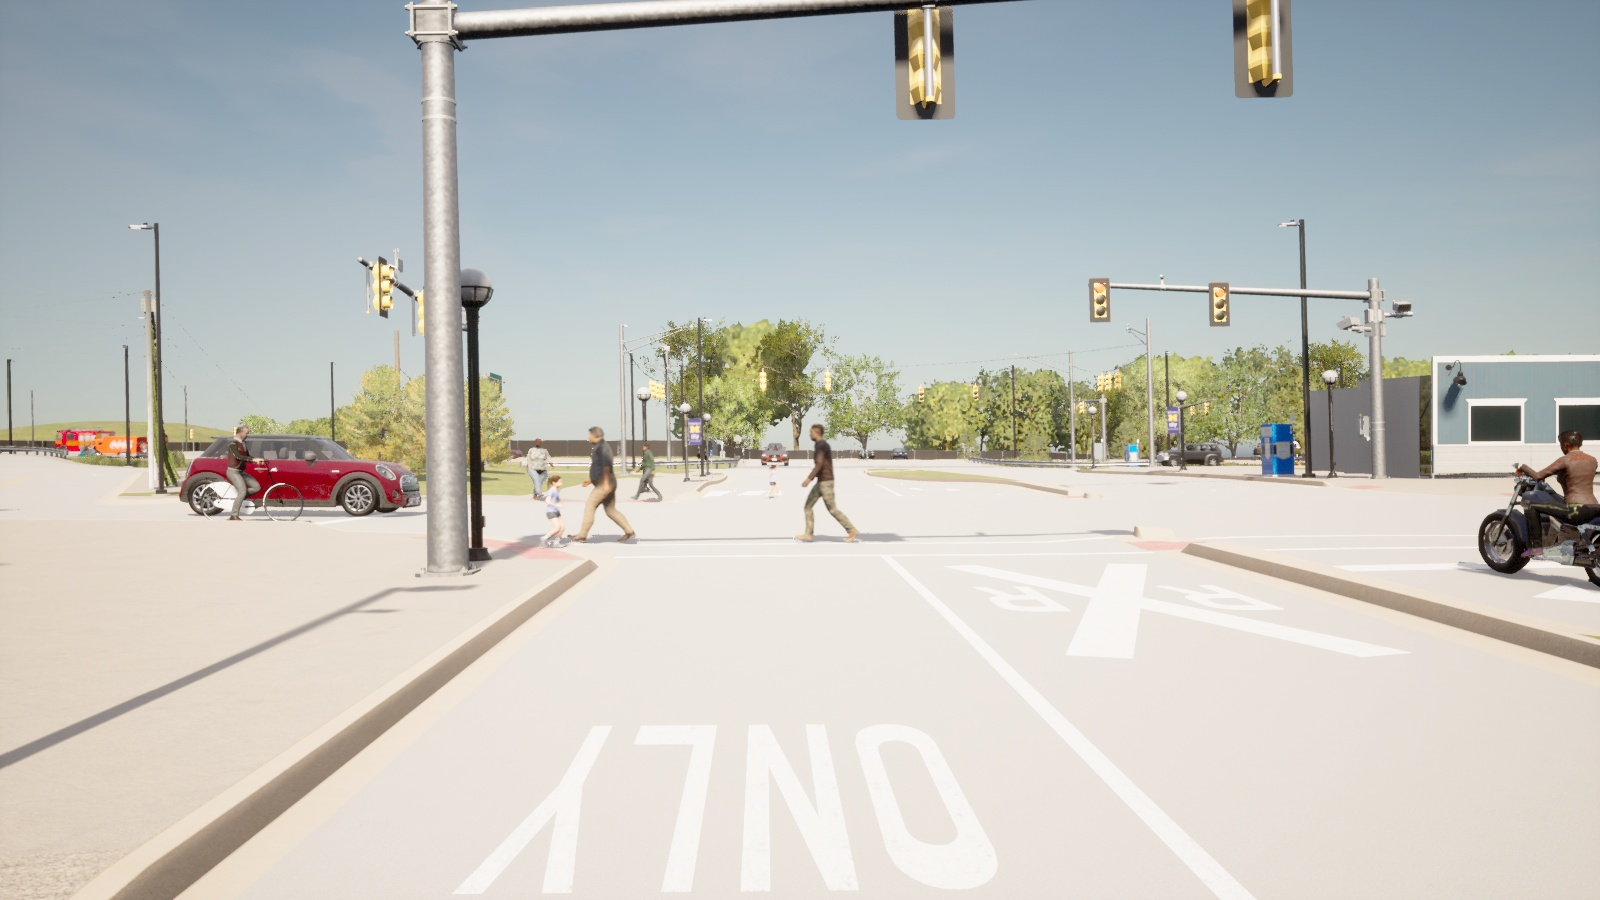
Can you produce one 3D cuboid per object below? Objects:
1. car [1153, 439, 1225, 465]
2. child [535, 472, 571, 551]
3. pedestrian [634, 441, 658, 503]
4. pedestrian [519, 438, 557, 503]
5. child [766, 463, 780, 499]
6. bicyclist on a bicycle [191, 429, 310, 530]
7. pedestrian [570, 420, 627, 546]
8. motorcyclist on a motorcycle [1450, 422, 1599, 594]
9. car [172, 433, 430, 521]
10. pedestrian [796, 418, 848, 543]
[{"bbox_3d":[28.246,0.159,91.217,4.605,1.855,1.932,0,-1,-1],"label":"car"},{"bbox_3d":[-3.550,0.880,18.058,0.394,1.110,0.255,-2,-1,15],"label":"child"},{"bbox_3d":[-4.650,0.675,37.933,0.614,1.847,0.353,-2,-1,-14],"label":"pedestrian"},{"bbox_3d":[-7.623,0.591,36.539,0.874,1.855,0.900,-2,-1,-21],"label":"pedestrian"},{"bbox_3d":[-0.848,0.960,38.999,0.394,1.110,0.255,-2,-1,-5],"label":"child"},{"bbox_3d":[-9.852,0.525,22.564,1.843,1.776,0.659,0,-1,-2],"label":"bicyclist on a bicycle"},{"bbox_3d":[-3.017,0.495,18.845,0.694,1.848,0.540,-2,-1,2],"label":"pedestrian"},{"bbox_3d":[7.965,0.535,13.254,0.766,1.649,2.350,-1,1,-6],"label":"motorcyclist on a motorcycle"},{"bbox_3d":[-10.302,0.550,26.207,4.553,1.767,2.097,0,-1,-2],"label":"car"},{"bbox_3d":[0.329,0.457,18.857,0.703,1.840,0.431,-2,-1,0],"label":"pedestrian"}]
